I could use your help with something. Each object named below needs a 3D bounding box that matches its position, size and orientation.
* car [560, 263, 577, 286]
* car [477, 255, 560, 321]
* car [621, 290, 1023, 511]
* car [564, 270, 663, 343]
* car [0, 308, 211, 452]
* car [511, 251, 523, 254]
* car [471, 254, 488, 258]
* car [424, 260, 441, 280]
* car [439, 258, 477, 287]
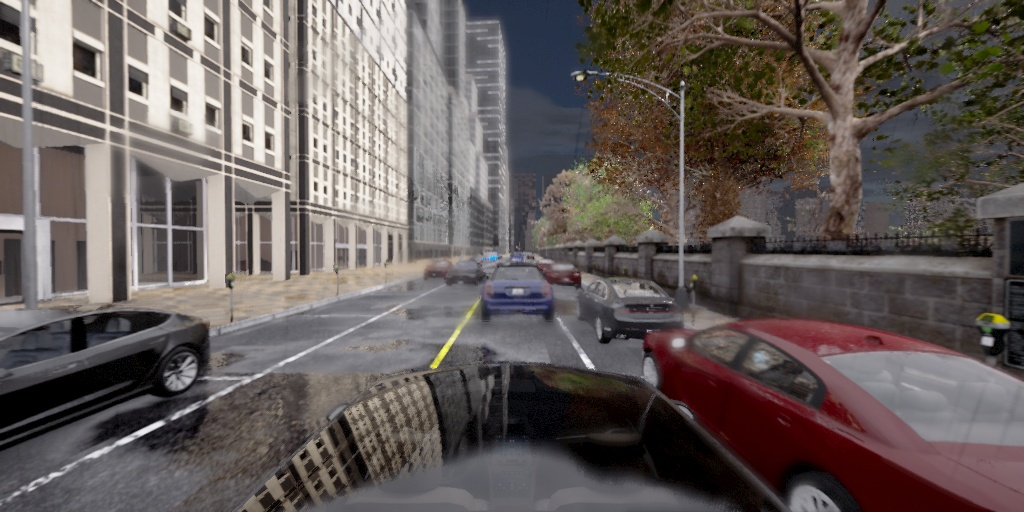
[{"bbox_3d":[2.778,1.047,20.359,1.888,1.381,4.507,0,0,1],"label":"car"},{"bbox_3d":[0.131,0.966,11.942,2.097,1.767,4.553,0,1,-1],"label":"car"},{"bbox_3d":[2.710,1.272,3.447,1.888,1.381,4.507,0,0,0],"label":"car"},{"bbox_3d":[2.718,1.202,9.080,2.007,1.370,4.403,0,0,0],"label":"car"},{"bbox_3d":[-5.460,1.289,3.754,1.948,1.339,4.313,0,0,0],"label":"car"},{"bbox_3d":[0.809,0.240,57.275,2.150,2.045,5.566,0,1,2],"label":"car"},{"bbox_3d":[-4.820,0.695,48.745,1.948,1.339,4.313,0,0,1],"label":"car"},{"bbox_3d":[-5.191,0.969,26.246,1.888,1.381,4.507,0,0,1],"label":"car"},{"bbox_3d":[-2.761,1.027,22.056,2.033,1.411,5.357,0,1,1],"label":"car"}]
